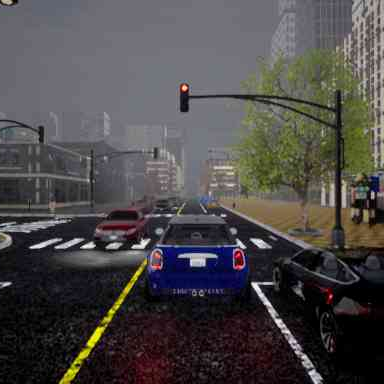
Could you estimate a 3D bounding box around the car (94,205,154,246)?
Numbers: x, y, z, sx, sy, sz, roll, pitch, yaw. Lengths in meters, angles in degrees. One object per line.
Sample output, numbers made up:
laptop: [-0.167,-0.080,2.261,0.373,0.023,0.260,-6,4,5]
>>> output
car: [-3.070,1.520,15.288,1.812,1.442,4.674,0,0,0]

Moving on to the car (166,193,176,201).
car: [-5.568,1.285,88.195,2.192,1.841,5.009,0,0,0]

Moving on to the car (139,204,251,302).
car: [0.112,1.349,8.417,2.097,1.767,4.553,0,0,0]

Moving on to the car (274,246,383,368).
car: [2.701,1.564,5.749,1.947,1.339,4.313,0,0,0]

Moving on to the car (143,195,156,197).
car: [-5.627,1.299,43.787,2.192,1.841,5.009,0,0,0]

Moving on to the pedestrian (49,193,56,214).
pedestrian: [-12.709,1.025,30.250,0.375,1.860,0.375,0,-1,-1]

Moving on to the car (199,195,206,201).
car: [2.812,1.495,88.356,1.752,1.417,4.829,0,0,0]

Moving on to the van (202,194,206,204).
van: [2.761,1.323,49.330,1.690,1.788,3.998,0,0,0]

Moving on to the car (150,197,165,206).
car: [-5.613,1.531,54.889,2.008,1.369,4.403,0,0,0]

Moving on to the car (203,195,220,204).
car: [2.752,1.509,43.948,1.752,1.417,4.829,0,0,0]

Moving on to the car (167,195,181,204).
car: [-3.031,1.507,49.680,1.812,1.442,4.674,0,0,0]

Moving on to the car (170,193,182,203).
car: [-2.939,1.454,65.966,1.882,1.535,5.008,0,0,1]

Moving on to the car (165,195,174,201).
car: [-5.576,1.522,82.644,2.008,1.369,4.403,0,0,0]

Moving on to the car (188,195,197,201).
car: [0.107,1.512,79.251,2.033,1.411,5.357,0,0,0]

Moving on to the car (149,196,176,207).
car: [-3.054,1.491,35.342,1.837,1.490,4.892,0,0,0]

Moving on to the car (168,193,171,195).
car: [-5.591,1.500,71.372,1.752,1.417,4.829,0,0,0]

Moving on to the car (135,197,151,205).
car: [-5.636,1.567,38.236,1.802,1.307,4.206,0,0,0]

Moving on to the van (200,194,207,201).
van: [2.806,1.312,82.635,1.690,1.788,3.998,0,0,0]

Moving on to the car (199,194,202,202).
car: [2.774,1.529,60.432,2.008,1.369,4.403,0,0,0]
